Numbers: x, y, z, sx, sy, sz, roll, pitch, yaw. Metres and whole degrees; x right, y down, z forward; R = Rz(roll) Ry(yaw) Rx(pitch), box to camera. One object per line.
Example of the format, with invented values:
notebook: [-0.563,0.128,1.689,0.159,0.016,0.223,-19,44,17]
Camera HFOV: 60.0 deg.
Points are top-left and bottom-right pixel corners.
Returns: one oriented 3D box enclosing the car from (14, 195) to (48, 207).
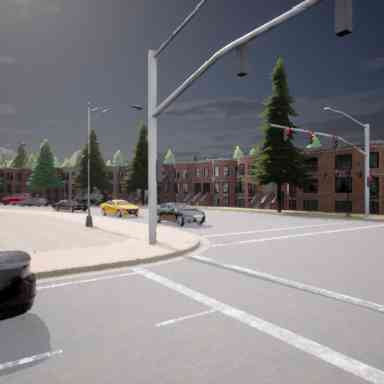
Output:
car: [-24.121,1.547,51.169,5.357,1.411,2.033,0,0,17]

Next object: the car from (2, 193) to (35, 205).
car: [-28.982,1.221,55.956,5.566,2.045,2.150,0,0,10]

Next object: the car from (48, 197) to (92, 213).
car: [-13.914,1.601,37.954,4.718,1.301,1.895,0,0,37]

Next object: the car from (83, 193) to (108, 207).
car: [-15.373,1.223,51.373,5.566,2.045,2.150,0,0,27]

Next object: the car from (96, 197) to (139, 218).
car: [-6.743,1.478,30.891,1.882,1.535,5.008,0,0,-40]

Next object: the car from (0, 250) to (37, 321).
car: [-4.975,1.477,4.740,5.008,1.535,1.882,0,0,-36]

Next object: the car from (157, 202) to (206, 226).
car: [-0.991,1.492,23.328,2.128,1.511,4.902,0,0,-36]
